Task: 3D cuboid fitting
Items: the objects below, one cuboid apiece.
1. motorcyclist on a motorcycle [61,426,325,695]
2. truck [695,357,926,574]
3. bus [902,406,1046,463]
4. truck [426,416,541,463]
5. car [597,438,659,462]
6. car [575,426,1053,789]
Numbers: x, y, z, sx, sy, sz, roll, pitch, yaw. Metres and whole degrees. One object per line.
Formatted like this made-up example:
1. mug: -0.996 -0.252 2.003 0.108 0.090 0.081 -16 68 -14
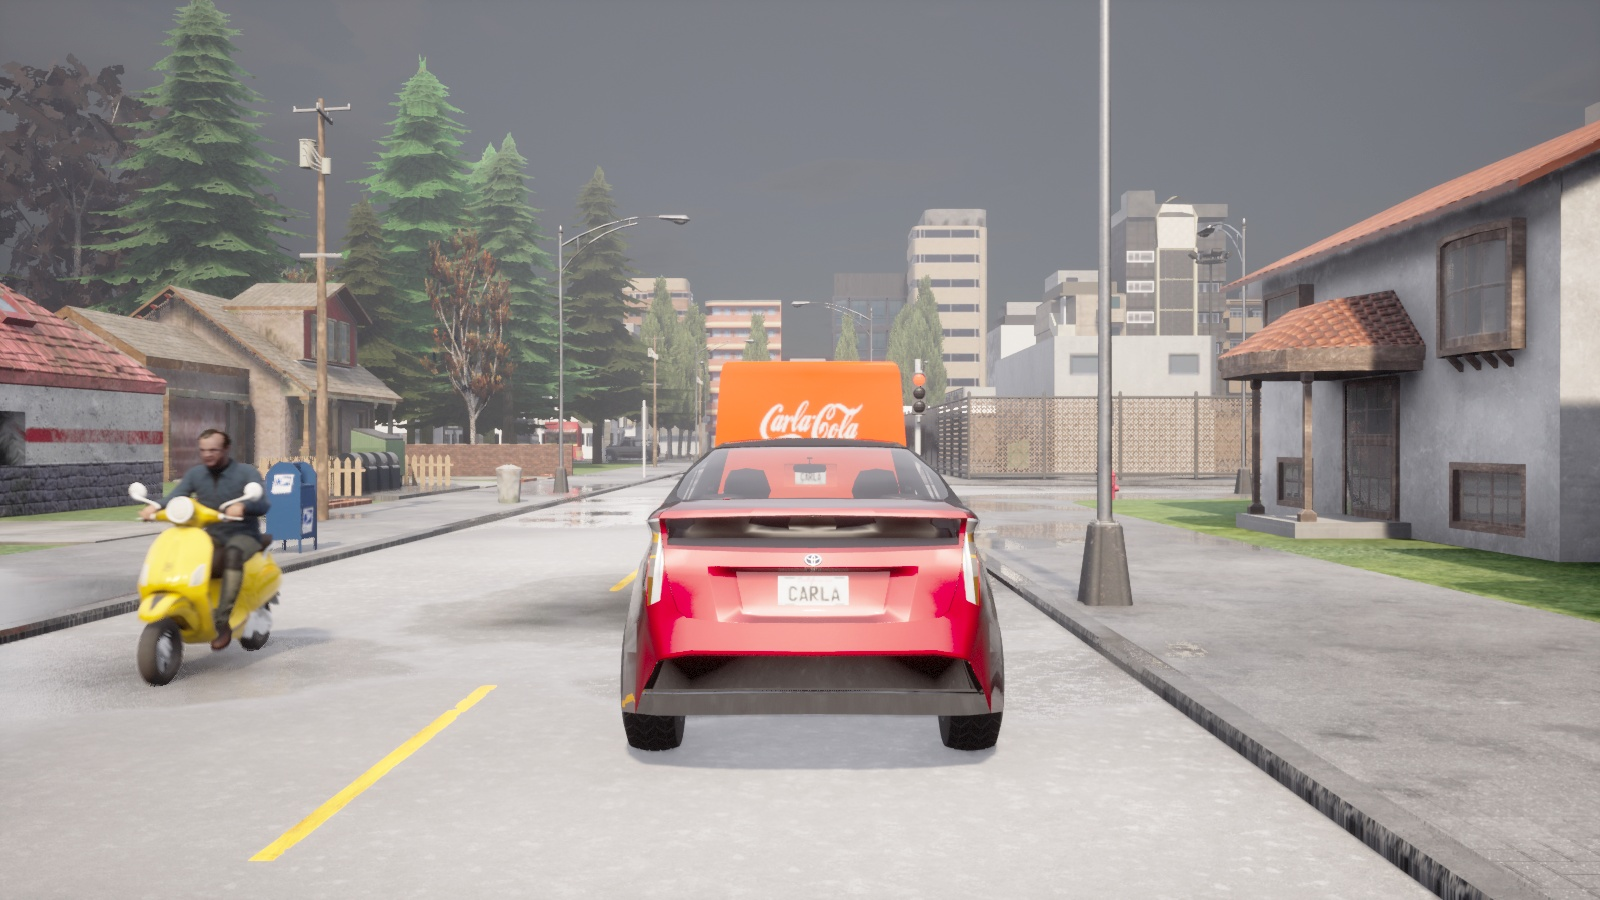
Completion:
1. motorcyclist on a motorcycle: -3.937 0.650 8.347 0.866 1.590 1.817 0 0 0
2. truck: 0.118 0.164 16.898 2.627 2.467 5.204 0 0 0
3. bus: 12.958 -1.152 94.425 10.273 4.253 3.944 0 0 0
4. truck: -23.756 -0.788 94.488 7.936 3.462 2.891 0 0 2
5. car: -13.456 -0.003 98.439 4.605 1.855 1.932 0 0 0
6. car: 0.061 0.651 7.533 2.007 1.525 4.514 0 0 0
